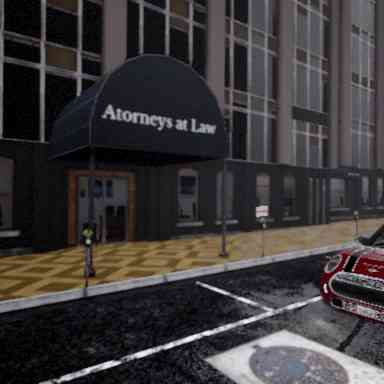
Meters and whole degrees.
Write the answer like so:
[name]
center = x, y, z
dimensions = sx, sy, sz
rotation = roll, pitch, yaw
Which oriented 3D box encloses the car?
[car]
center = 4.641, 1.339, 6.684
dimensions = 4.553, 1.767, 2.097
rotation = 0, 0, -35
